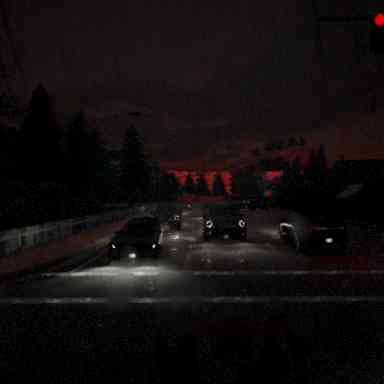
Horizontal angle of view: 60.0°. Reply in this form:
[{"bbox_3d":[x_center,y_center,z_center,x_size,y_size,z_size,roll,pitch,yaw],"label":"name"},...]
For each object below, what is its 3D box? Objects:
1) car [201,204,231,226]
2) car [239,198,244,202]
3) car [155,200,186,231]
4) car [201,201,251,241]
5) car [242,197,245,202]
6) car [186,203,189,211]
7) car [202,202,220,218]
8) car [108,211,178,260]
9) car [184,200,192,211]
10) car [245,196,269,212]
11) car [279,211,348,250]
[{"bbox_3d":[1.849,1.810,27.081,2.128,1.511,4.902,-1,-1,1],"label":"car"},{"bbox_3d":[5.862,1.993,48.100,1.882,1.535,5.008,-1,-1,1],"label":"car"},{"bbox_3d":[-1.731,1.673,23.100,2.097,1.767,4.553,-1,-1,1],"label":"car"},{"bbox_3d":[1.667,1.564,18.006,2.097,1.767,4.553,-1,-1,1],"label":"car"},{"bbox_3d":[9.553,1.802,57.833,2.150,2.045,5.566,-1,-1,1],"label":"car"},{"bbox_3d":[-1.550,2.027,32.079,1.895,1.301,4.718,-1,-1,1],"label":"car"},{"bbox_3d":[2.056,1.941,37.131,1.837,1.490,4.892,-1,-1,1],"label":"car"},{"bbox_3d":[-1.914,1.758,13.715,2.033,1.411,5.357,-1,-1,1],"label":"car"},{"bbox_3d":[-1.114,1.992,50.455,2.097,1.767,4.553,-1,-1,2],"label":"car"},{"bbox_3d":[9.445,1.679,47.474,2.150,2.045,5.566,-1,-1,1],"label":"car"},{"bbox_3d":[5.220,1.617,14.883,2.128,1.511,4.902,-1,-1,2],"label":"car"}]
